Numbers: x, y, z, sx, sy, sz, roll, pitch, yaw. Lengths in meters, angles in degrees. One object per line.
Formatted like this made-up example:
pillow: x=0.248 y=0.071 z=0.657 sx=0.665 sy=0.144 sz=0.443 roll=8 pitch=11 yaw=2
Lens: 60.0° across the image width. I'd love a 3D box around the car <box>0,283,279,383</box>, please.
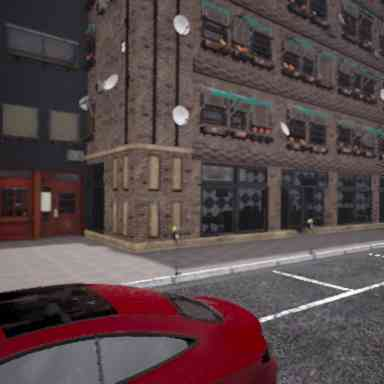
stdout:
car: x=-1.333 y=1.528 z=2.390 sx=4.674 sy=1.442 sz=1.812 roll=1 pitch=-1 yaw=-36
